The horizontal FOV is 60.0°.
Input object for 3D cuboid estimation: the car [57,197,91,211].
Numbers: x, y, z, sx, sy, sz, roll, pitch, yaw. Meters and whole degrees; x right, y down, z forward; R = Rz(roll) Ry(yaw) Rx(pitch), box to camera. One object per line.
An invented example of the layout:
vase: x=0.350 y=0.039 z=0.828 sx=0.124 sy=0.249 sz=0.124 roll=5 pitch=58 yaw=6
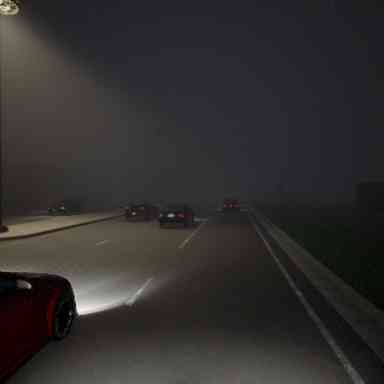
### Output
car: x=-14.004 y=1.354 z=39.939 sx=1.837 sy=1.490 sz=4.892 roll=0 pitch=0 yaw=7

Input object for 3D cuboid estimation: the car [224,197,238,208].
car: x=5.596 y=1.430 z=47.490 sx=1.994 sy=1.385 sz=4.181 roll=0 pitch=0 yaw=7

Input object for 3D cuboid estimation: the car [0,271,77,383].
car: x=-2.984 y=1.538 z=3.835 sx=1.994 sy=1.385 sz=4.181 roll=0 pitch=0 yaw=4

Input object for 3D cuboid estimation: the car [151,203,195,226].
car: x=-0.956 y=1.468 z=22.624 sx=2.033 sy=1.411 sz=5.357 roll=0 pitch=0 yaw=7

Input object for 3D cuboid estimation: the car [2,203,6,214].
car: x=-18.862 y=1.344 z=29.949 sx=1.812 sy=1.442 sz=4.674 roll=0 pitch=0 yaw=7

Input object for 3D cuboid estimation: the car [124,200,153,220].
car: x=-3.957 y=1.385 z=26.790 sx=2.128 sy=1.511 sz=4.902 roll=0 pitch=0 yaw=7

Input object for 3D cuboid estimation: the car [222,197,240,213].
car: x=4.209 y=1.447 z=35.725 sx=2.033 sy=1.411 sz=5.357 roll=0 pitch=0 yaw=7

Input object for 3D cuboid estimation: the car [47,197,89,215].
car: x=-11.645 y=1.352 z=31.200 sx=1.837 sy=1.490 sz=4.892 roll=0 pitch=0 yaw=8
